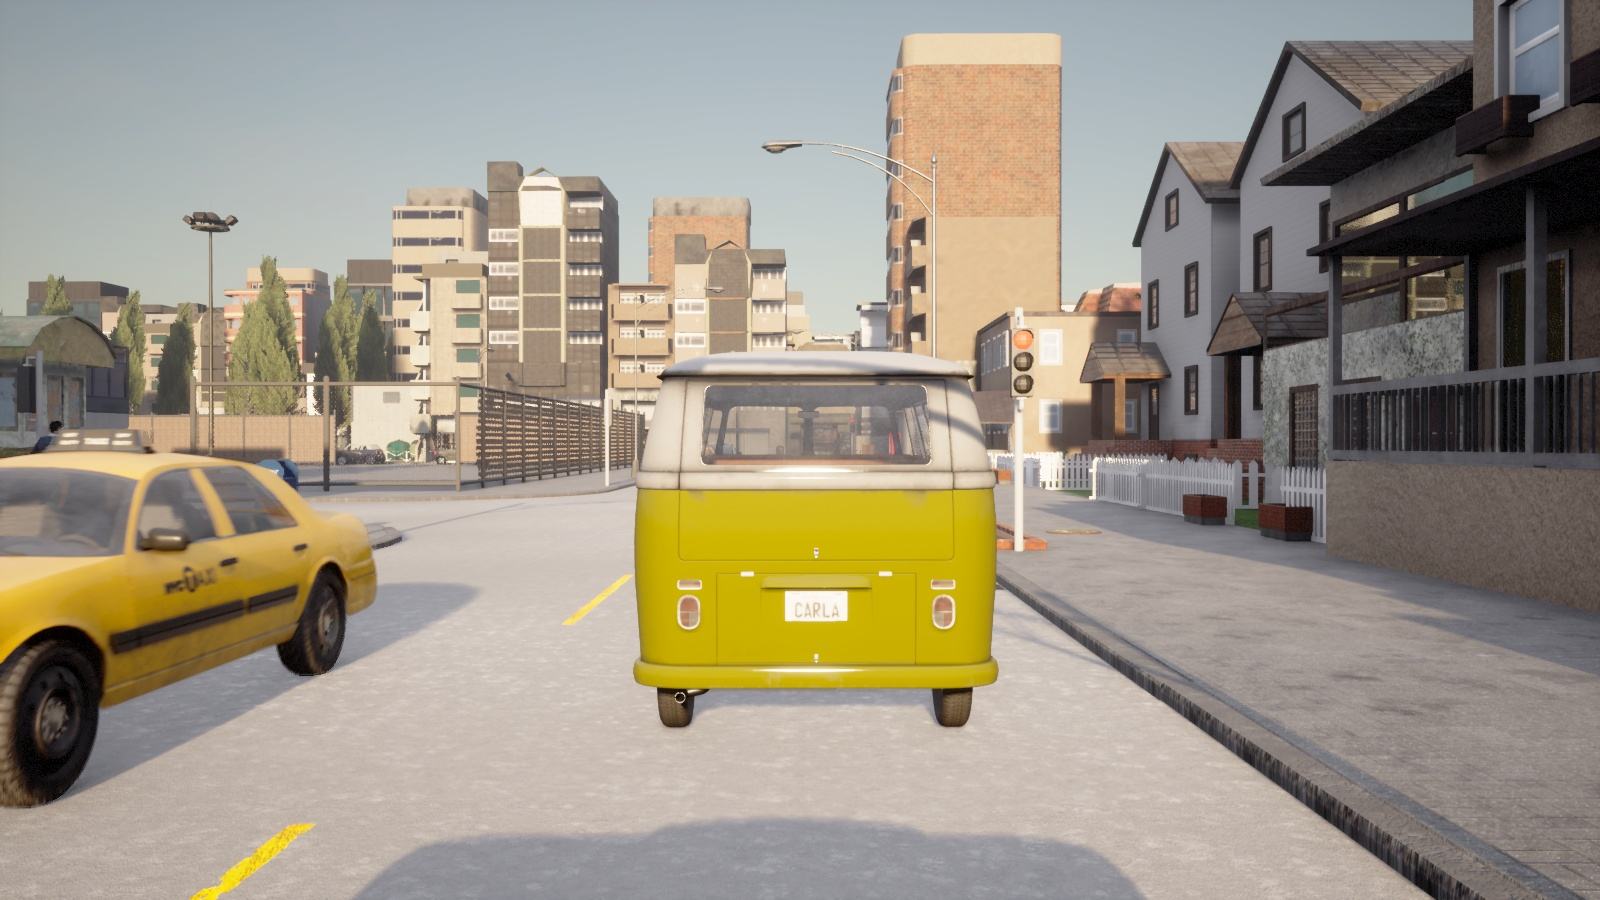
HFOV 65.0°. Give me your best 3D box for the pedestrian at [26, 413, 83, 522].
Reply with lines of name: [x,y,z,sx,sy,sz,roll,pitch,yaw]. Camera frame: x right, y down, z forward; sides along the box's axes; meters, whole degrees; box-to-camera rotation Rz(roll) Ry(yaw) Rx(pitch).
pedestrian: [-13.547,0.313,22.837,0.423,1.949,0.788,0,0,25]

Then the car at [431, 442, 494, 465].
car: [-22.380,0.236,83.458,3.705,1.549,1.789,0,0,0]

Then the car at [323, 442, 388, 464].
car: [-30.965,0.193,87.498,3.806,1.475,1.970,0,0,0]

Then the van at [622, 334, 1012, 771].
van: [0.070,0.454,7.932,1.775,1.987,4.442,0,0,0]

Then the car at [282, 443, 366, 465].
car: [-31.592,0.255,83.505,4.892,1.490,1.837,0,0,1]

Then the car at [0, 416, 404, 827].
car: [-3.944,0.643,6.889,1.801,1.575,5.366,0,0,1]

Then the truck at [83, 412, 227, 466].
truck: [-42.371,-0.736,82.736,7.936,3.462,2.891,0,0,-13]
